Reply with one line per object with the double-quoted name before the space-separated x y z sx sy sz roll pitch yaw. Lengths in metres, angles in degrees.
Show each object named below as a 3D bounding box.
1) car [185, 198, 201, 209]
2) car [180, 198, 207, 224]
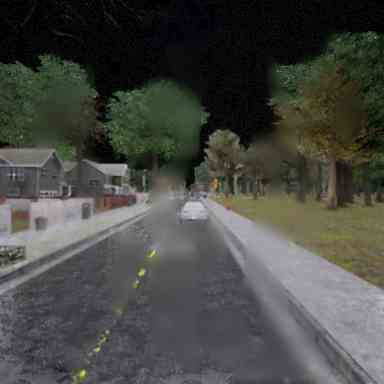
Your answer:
"car" 0.149 1.402 41.756 1.895 1.301 4.718 0 0 0
"car" 0.124 1.418 23.751 1.812 1.442 4.674 0 0 0
